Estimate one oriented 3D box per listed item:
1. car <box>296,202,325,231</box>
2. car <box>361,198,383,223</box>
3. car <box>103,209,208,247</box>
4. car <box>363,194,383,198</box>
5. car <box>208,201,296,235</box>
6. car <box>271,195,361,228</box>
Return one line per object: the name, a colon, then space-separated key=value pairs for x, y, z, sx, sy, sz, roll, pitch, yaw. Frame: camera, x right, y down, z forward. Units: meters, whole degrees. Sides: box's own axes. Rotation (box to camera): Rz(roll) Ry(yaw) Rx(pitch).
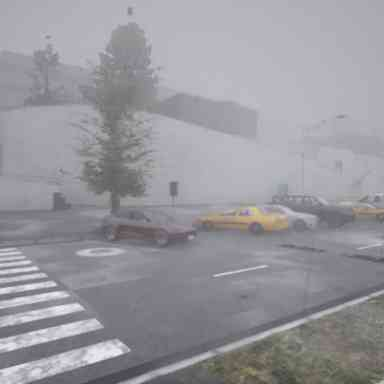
car: x=5.317 y=1.525 z=20.367 sx=4.674 sy=1.452 sz=2.002 roll=-1 pitch=-1 yaw=34
car: x=12.809 y=1.437 z=25.488 sx=5.366 sy=1.575 sz=1.946 roll=-1 pitch=-1 yaw=34
car: x=-1.993 y=1.523 z=15.122 sx=4.792 sy=1.488 sz=2.163 roll=-1 pitch=-1 yaw=34
car: x=15.075 y=1.168 z=27.349 sx=5.566 sy=2.045 sz=2.435 roll=-1 pitch=0 yaw=35
car: x=2.717 y=1.491 z=18.720 sx=5.366 sy=1.575 sz=1.946 roll=-1 pitch=0 yaw=35
car: x=7.791 y=1.228 z=22.096 sx=5.566 sy=2.045 sz=2.435 roll=-1 pitch=-1 yaw=35
